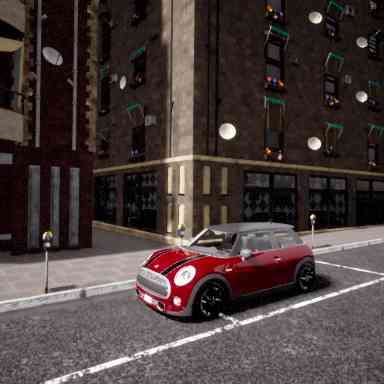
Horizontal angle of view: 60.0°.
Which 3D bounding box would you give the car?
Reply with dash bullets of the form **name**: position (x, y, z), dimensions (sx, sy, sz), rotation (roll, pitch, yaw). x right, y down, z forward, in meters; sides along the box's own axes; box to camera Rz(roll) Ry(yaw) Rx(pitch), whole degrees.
- **car**: position (0.819, 1.441, 7.276), dimensions (4.097, 1.590, 1.967), rotation (0, 1, -35)
